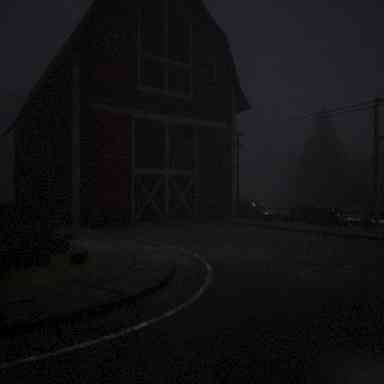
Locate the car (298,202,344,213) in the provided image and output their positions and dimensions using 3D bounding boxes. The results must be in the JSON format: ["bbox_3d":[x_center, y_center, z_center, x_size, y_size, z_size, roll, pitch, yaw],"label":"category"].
[{"bbox_3d":[11.296,1.623,30.221,1.895,1.301,4.718,0,0,-34],"label":"car"}]

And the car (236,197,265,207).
[{"bbox_3d":[6.190,1.375,37.663,2.097,1.767,4.553,0,0,-34],"label":"car"}]
